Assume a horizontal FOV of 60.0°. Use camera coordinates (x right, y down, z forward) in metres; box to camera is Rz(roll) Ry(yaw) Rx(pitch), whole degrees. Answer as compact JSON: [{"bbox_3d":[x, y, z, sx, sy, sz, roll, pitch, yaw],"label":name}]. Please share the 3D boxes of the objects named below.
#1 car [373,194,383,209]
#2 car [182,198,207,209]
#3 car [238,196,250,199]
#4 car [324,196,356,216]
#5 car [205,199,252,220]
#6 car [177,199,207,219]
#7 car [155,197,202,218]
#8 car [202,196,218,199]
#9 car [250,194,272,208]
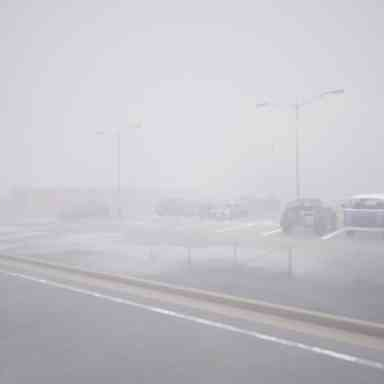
[{"bbox_3d":[28.889,1.230,49.911,1.905,1.878,3.866,-1,0,35],"label":"car"},{"bbox_3d":[0.422,1.691,48.609,1.784,1.438,3.905,-1,0,35],"label":"car"},{"bbox_3d":[10.487,1.711,62.884,1.970,1.475,3.806,-1,0,35],"label":"car"},{"bbox_3d":[16.600,1.509,37.207,1.970,1.475,3.806,-1,0,35],"label":"car"},{"bbox_3d":[3.174,1.581,28.203,1.970,1.475,3.806,-1,0,35],"label":"car"},{"bbox_3d":[0.810,1.581,29.874,1.784,1.438,3.905,-1,0,35],"label":"car"},{"bbox_3d":[-1.412,1.399,31.383,1.932,1.855,4.605,-1,0,35],"label":"car"},{"bbox_3d":[2.748,1.449,46.886,1.932,1.855,4.605,-1,0,35],"label":"car"},{"bbox_3d":[12.843,1.441,61.206,1.905,1.878,3.866,-1,0,35],"label":"car"}]
